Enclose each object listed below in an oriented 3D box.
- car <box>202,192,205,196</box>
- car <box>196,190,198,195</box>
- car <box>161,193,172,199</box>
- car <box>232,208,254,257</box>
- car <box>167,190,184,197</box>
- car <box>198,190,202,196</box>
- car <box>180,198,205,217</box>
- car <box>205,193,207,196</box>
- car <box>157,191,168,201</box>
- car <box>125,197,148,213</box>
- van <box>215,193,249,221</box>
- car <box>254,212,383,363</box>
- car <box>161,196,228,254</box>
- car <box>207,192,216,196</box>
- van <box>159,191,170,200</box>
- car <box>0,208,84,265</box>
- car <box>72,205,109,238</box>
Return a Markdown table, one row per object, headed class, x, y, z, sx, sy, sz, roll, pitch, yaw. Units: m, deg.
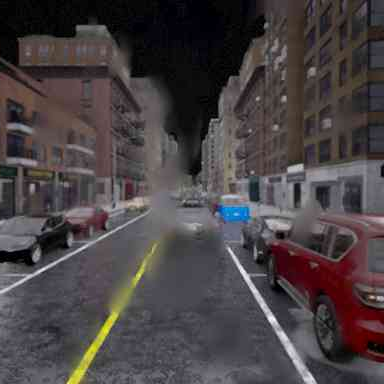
| class | x | y | z | sx | sy | sz | roll | pitch | yaw |
| --- | --- | --- | --- | --- | --- | --- | --- | --- | --- |
| car | 2.987 | 0.846 | 48.991 | 2.097 | 1.767 | 4.553 | 0 | 1 | 0 |
| car | 2.638 | 0.766 | 76.058 | 2.008 | 1.369 | 4.403 | 0 | 1 | 0 |
| car | -5.391 | 0.821 | 70.651 | 2.008 | 1.369 | 4.403 | 0 | 1 | 0 |
| car | 2.699 | 1.434 | 11.187 | 2.008 | 1.369 | 4.403 | 0 | 1 | 0 |
| car | -2.806 | 0.875 | 58.288 | 1.882 | 1.535 | 5.008 | 0 | 1 | 0 |
| car | 2.643 | 0.794 | 70.822 | 1.752 | 1.417 | 4.829 | 0 | 1 | 0 |
| car | 0.047 | 1.271 | 28.456 | 1.994 | 1.385 | 4.181 | 0 | 1 | 1 |
| car | 3.014 | 1.043 | 42.023 | 1.882 | 1.535 | 5.008 | 0 | 1 | 0 |
| car | -5.394 | 0.964 | 59.839 | 1.802 | 1.307 | 4.206 | 0 | 1 | 0 |
| car | -5.400 | 1.188 | 32.640 | 1.752 | 1.417 | 4.829 | 0 | 1 | 0 |
| van | 2.689 | 1.113 | 21.997 | 1.690 | 1.788 | 3.998 | 0 | 1 | 0 |
| car | 2.704 | 1.254 | 5.779 | 2.192 | 1.841 | 5.009 | 0 | 1 | 0 |
| car | 0.044 | 1.216 | 13.057 | 2.097 | 1.767 | 4.553 | 0 | 1 | 0 |
| car | 2.684 | 1.032 | 27.403 | 2.192 | 1.841 | 5.009 | 0 | 1 | 0 |
| van | -5.393 | 0.667 | 65.243 | 1.690 | 1.788 | 3.998 | 0 | 1 | 0 |
| car | -5.405 | 1.450 | 11.186 | 1.947 | 1.339 | 4.313 | 0 | 1 | 0 |
| car | -5.404 | 1.373 | 16.591 | 1.887 | 1.381 | 4.507 | 0 | 1 | 0 |
